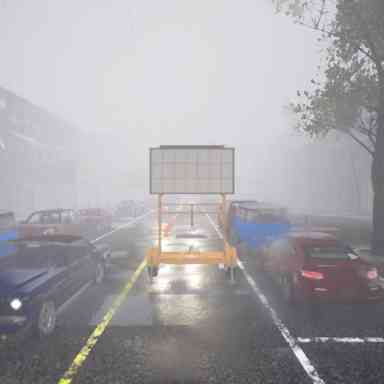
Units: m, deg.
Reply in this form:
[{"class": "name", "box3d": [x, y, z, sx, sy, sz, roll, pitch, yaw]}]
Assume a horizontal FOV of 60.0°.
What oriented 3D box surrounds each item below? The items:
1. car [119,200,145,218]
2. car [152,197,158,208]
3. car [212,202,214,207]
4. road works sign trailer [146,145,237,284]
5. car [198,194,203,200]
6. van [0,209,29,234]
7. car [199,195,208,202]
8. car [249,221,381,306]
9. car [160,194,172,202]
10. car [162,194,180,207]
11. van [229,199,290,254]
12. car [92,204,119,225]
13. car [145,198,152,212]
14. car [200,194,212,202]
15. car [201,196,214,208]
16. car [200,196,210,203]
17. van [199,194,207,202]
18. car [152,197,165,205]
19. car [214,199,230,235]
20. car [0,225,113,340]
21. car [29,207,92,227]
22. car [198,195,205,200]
[{"class": "car", "box3d": [-5.723, 1.439, 29.938, 1.967, 1.590, 4.097, -1, 0, 0]}, {"class": "car", "box3d": [-5.737, 1.580, 46.583, 1.802, 1.307, 4.206, -1, 0, 0]}, {"class": "car", "box3d": [2.664, 1.581, 24.399, 1.802, 1.307, 4.206, -1, 0, 0]}, {"class": "road works sign trailer", "box3d": [0.001, 0.464, 9.580, 2.380, 3.560, 2.880, 0, 0, 0]}, {"class": "car", "box3d": [2.631, 1.312, 57.690, 2.192, 1.841, 5.009, -1, 0, 0]}, {"class": "van", "box3d": [-5.704, 1.341, 7.744, 1.690, 1.788, 3.998, -1, 0, 0]}, {"class": "car", "box3d": [2.617, 1.520, 74.504, 1.752, 1.417, 4.829, -1, 0, 0]}, {"class": "car", "box3d": [2.679, 1.582, 7.754, 1.802, 1.307, 4.206, -1, 0, 0]}, {"class": "car", "box3d": [-5.765, 1.310, 74.324, 2.192, 1.841, 5.009, -1, 0, 0]}, {"class": "car", "box3d": [-3.051, 1.369, 52.326, 2.097, 1.767, 4.553, 0, 0, 0]}, {"class": "van", "box3d": [2.672, 1.341, 13.303, 1.690, 1.788, 3.998, -1, 0, 0]}, {"class": "car", "box3d": [-5.712, 1.544, 18.841, 1.887, 1.381, 4.507, -1, 0, 0]}, {"class": "car", "box3d": [-5.727, 1.543, 35.486, 1.887, 1.381, 4.507, -1, 0, 0]}, {"class": "car", "box3d": [2.639, 1.523, 52.310, 1.752, 1.417, 4.829, -1, 0, 0]}, {"class": "car", "box3d": [2.643, 1.564, 46.593, 1.947, 1.339, 4.313, -1, 0, 0]}, {"class": "car", "box3d": [2.623, 1.577, 68.786, 1.802, 1.307, 4.206, -1, 0, 0]}, {"class": "van", "box3d": [2.610, 1.335, 79.883, 1.690, 1.788, 3.998, -1, 0, 0]}, {"class": "car", "box3d": [-5.747, 1.579, 57.680, 1.802, 1.307, 4.206, -1, 0, 0]}, {"class": "car", "box3d": [2.667, 1.315, 18.851, 2.192, 1.841, 5.009, -1, 0, 0]}, {"class": "car", "box3d": [-3.108, 1.601, 6.643, 1.895, 1.301, 4.718, 0, 0, 0]}, {"class": "car", "box3d": [-5.708, 1.440, 13.293, 1.967, 1.590, 4.097, -1, 0, 0]}, {"class": "car", "box3d": [2.602, 1.517, 91.150, 1.752, 1.417, 4.829, -1, 0, 0]}]
